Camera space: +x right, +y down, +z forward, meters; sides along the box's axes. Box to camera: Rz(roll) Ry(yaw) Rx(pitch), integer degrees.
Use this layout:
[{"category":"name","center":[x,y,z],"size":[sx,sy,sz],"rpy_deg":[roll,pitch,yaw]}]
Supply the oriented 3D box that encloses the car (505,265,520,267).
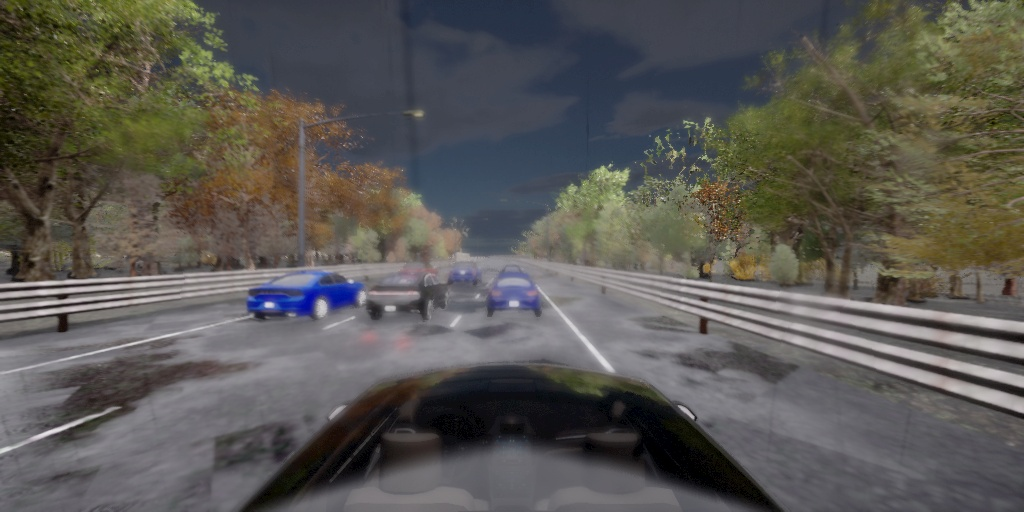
[{"category":"car","center":[0.029,1.425,28.239],"size":[1.994,1.385,4.181],"rpy_deg":[0,0,0]}]

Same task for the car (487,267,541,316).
[{"category":"car","center":[0.064,1.326,13.445],"size":[1.812,1.442,4.674],"rpy_deg":[0,0,0]}]

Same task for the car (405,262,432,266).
[{"category":"car","center":[-6.973,1.210,27.405],"size":[2.097,1.767,4.553],"rpy_deg":[0,0,0]}]

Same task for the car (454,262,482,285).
[{"category":"car","center":[-3.473,1.210,27.412],"size":[2.097,1.767,4.553],"rpy_deg":[0,0,0]}]

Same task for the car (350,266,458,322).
[{"category":"car","center":[-3.437,1.289,12.598],"size":[2.128,1.511,4.902],"rpy_deg":[0,0,0]}]

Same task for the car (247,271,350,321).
[{"category":"car","center":[-6.936,1.276,12.763],"size":[1.882,1.535,5.008],"rpy_deg":[0,0,0]}]
